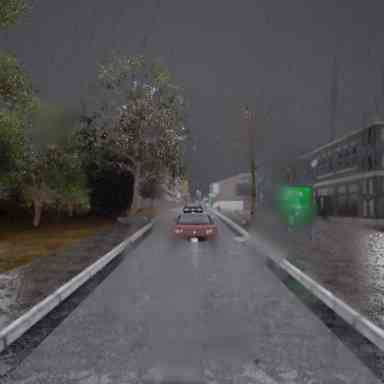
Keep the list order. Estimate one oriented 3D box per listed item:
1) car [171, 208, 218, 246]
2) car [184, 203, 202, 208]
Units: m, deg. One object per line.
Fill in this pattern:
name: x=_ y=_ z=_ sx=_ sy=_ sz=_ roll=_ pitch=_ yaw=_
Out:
car: x=0.095 y=1.615 z=15.394 sx=1.895 sy=1.301 sz=4.718 roll=0 pitch=0 yaw=0
car: x=0.099 y=1.717 z=33.109 sx=1.895 sy=1.301 sz=4.718 roll=0 pitch=-1 yaw=0
